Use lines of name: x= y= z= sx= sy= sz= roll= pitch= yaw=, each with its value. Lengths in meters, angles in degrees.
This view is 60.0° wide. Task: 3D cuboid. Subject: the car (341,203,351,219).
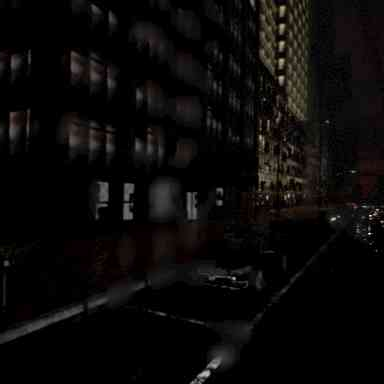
car: x=17.403 y=2.389 z=39.332 sx=2.008 sy=1.369 sz=4.403 roll=0 pitch=-1 yaw=28

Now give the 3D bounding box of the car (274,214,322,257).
car: x=4.116 y=1.823 z=14.217 sx=1.947 sy=1.339 sz=4.313 roll=0 pitch=-1 yaw=28

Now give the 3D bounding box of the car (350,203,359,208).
car: x=41.319 y=3.445 z=84.537 sx=1.947 sy=1.339 sz=4.313 roll=0 pitch=-1 yaw=28

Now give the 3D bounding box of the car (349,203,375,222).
car: x=18.264 y=2.302 z=35.372 sx=2.128 sy=1.511 sz=4.902 roll=1 pitch=-1 yaw=28

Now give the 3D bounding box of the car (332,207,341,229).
car: x=9.431 y=2.040 z=24.263 sx=2.008 sy=1.369 sz=4.403 roll=0 pitch=-1 yaw=28

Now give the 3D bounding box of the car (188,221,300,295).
car: x=1.459 y=1.692 z=9.194 sx=2.008 sy=1.369 sz=4.403 roll=0 pitch=-1 yaw=28

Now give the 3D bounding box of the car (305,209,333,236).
car: x=6.774 y=1.918 z=19.240 sx=1.887 sy=1.381 sz=4.507 roll=0 pitch=-1 yaw=28

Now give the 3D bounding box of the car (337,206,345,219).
car: x=12.088 y=2.188 z=29.285 sx=1.802 sy=1.307 sz=4.206 roll=0 pitch=-1 yaw=28

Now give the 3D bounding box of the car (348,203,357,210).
car: x=35.926 y=3.170 z=74.342 sx=1.752 sy=1.417 sz=4.829 roll=0 pitch=-1 yaw=28
